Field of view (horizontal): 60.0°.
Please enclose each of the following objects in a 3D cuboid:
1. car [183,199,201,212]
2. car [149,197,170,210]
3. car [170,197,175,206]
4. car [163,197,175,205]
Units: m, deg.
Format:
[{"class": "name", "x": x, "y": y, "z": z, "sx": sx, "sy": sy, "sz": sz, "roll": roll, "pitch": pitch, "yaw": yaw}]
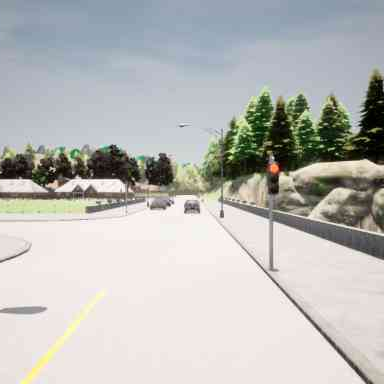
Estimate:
[{"class": "car", "x": 0.003, "y": 1.547, "z": 38.170, "sx": 2.033, "sy": 1.411, "sz": 5.357, "roll": 0, "pitch": 0, "yaw": -1}, {"class": "car", "x": -4.240, "y": 1.526, "z": 42.674, "sx": 1.812, "sy": 1.442, "sz": 4.674, "roll": 0, "pitch": 0, "yaw": -1}, {"class": "car", "x": -4.265, "y": 1.547, "z": 52.382, "sx": 2.033, "sy": 1.411, "sz": 5.357, "roll": 0, "pitch": 0, "yaw": -1}, {"class": "car", "x": -4.263, "y": 1.601, "z": 62.194, "sx": 1.895, "sy": 1.301, "sz": 4.718, "roll": 0, "pitch": 0, "yaw": 0}]
